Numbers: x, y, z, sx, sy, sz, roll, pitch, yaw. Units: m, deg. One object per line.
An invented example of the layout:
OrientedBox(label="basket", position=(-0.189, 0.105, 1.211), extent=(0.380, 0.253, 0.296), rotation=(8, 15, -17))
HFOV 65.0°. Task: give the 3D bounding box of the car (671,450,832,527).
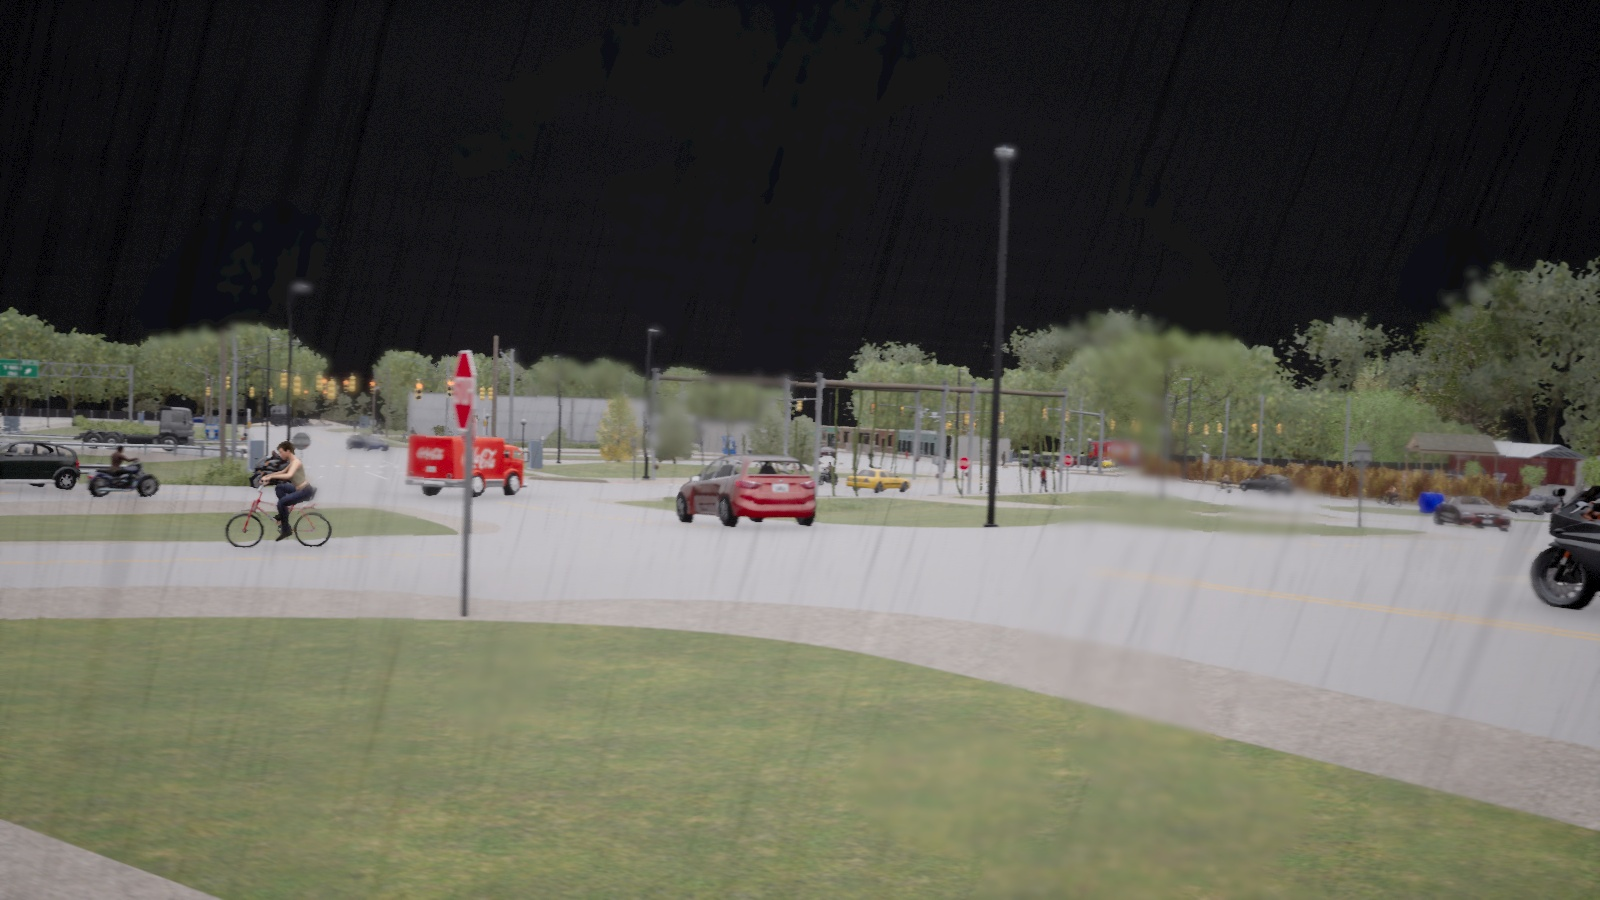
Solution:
OrientedBox(label="car", position=(-1.265, 0.914, 30.103), extent=(2.242, 1.667, 4.611), rotation=(0, -2, -25))

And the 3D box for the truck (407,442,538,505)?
OrientedBox(label="truck", position=(-13.566, 0.934, 52.354), extent=(2.627, 2.467, 5.204), rotation=(0, 0, 24))

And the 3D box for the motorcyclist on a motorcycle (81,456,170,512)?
OrientedBox(label="motorcyclist on a motorcycle", position=(-20.682, 1.036, 38.574), extent=(0.766, 1.649, 2.350), rotation=(2, 0, 24))

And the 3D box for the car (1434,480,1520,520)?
OrientedBox(label="car", position=(31.687, 2.306, 58.925), extent=(2.152, 1.651, 5.027), rotation=(2, -1, 12))

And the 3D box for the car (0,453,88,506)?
OrientedBox(label="car", position=(-24.668, 0.902, 39.313), extent=(1.789, 1.549, 3.705), rotation=(2, 0, 27))

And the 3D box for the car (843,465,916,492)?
OrientedBox(label="car", position=(5.054, 1.770, 79.228), extent=(1.801, 1.575, 5.366), rotation=(3, 2, 38))

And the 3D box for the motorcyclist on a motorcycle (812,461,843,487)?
OrientedBox(label="motorcyclist on a motorcycle", position=(1.868, 1.567, 83.634), extent=(0.766, 1.649, 2.350), rotation=(3, 2, 37))

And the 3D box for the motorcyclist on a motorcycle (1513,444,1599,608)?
OrientedBox(label="motorcyclist on a motorcycle", position=(7.969, 0.710, 11.704), extent=(0.866, 1.530, 2.191), rotation=(0, -1, -26))

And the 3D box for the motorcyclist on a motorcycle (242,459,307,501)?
OrientedBox(label="motorcyclist on a motorcycle", position=(-20.161, 1.150, 48.257), extent=(0.866, 1.530, 2.191), rotation=(2, 0, 28))

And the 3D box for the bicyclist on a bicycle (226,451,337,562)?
OrientedBox(label="bicyclist on a bicycle", position=(-7.798, 0.816, 18.873), extent=(1.509, 1.612, 0.866), rotation=(0, 0, -24))
